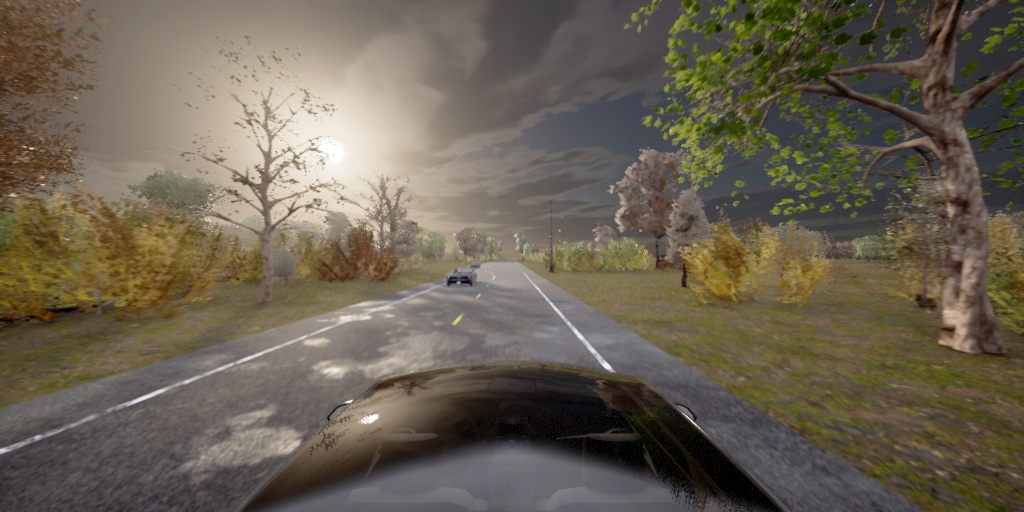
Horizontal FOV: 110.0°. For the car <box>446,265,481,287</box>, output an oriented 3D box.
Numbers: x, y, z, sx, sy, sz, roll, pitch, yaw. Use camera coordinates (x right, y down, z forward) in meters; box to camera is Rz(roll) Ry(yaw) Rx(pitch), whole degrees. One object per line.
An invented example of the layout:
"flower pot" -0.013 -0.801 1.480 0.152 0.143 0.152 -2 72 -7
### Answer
"car" -3.661 1.543 26.766 1.895 1.301 4.718 0 0 0
